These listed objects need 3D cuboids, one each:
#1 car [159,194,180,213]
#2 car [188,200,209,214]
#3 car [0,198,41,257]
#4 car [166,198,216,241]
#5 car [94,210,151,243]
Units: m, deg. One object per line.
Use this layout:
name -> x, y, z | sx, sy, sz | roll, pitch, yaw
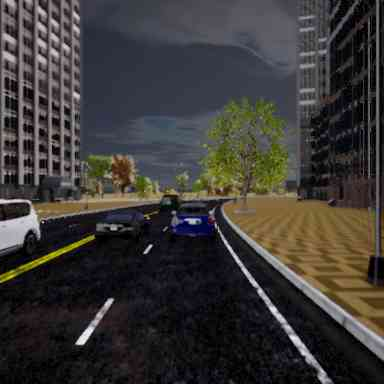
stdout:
car -> -2.334, 1.286, 38.146 | 2.150, 2.045, 5.566 | 0, 0, 4
car -> 0.833, 1.607, 36.882 | 2.033, 1.411, 5.357 | 0, 0, 4
car -> -6.674, 1.244, 10.105 | 2.150, 2.045, 5.566 | 0, 0, 0
car -> 0.053, 1.376, 16.954 | 2.097, 1.767, 4.553 | 0, 0, 1
car -> -3.220, 1.574, 16.311 | 2.033, 1.411, 5.357 | 0, 0, 1
